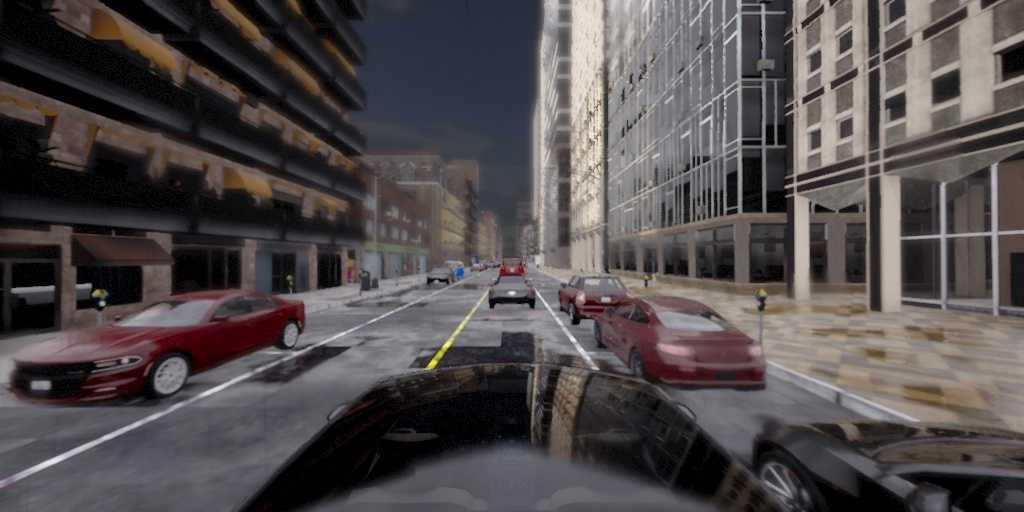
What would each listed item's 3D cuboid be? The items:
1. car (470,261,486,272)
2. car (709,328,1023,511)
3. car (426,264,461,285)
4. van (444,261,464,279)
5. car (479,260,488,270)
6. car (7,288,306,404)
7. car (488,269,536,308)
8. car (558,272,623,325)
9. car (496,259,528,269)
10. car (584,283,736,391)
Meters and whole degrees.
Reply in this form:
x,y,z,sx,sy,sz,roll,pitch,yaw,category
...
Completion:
x,y,z,sx,sy,sz,roll,pitch,yaw,category
-5.668,1.865,57.409,1.802,1.307,4.207,0,0,0,car
2.689,1.308,0.922,1.948,1.339,4.313,0,0,0,car
-5.680,1.576,29.168,1.948,1.339,4.313,0,0,0,car
-5.677,1.405,34.816,1.690,1.789,3.998,0,0,0,van
-5.665,1.923,63.057,1.802,1.307,4.207,0,0,0,car
-5.689,1.340,6.575,1.888,1.381,4.507,0,0,0,car
0.010,1.451,16.113,1.994,1.385,4.181,0,0,0,car
2.694,1.289,12.219,1.967,1.591,4.097,0,0,0,car
0.013,1.244,30.870,2.150,2.045,5.566,0,0,0,car
2.691,1.378,6.571,1.802,1.307,4.207,0,0,0,car
